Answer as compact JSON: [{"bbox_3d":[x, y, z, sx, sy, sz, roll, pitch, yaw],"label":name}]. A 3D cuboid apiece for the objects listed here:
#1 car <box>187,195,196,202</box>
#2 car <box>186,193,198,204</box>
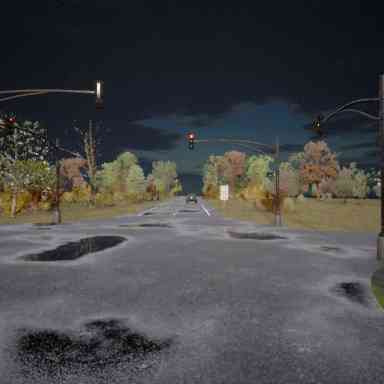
[{"bbox_3d":[-0.055,1.464,77.963,2.033,1.411,5.357,0,0,0],"label":"car"},{"bbox_3d":[-0.047,1.292,67.572,2.150,2.045,5.566,0,0,0],"label":"car"}]
